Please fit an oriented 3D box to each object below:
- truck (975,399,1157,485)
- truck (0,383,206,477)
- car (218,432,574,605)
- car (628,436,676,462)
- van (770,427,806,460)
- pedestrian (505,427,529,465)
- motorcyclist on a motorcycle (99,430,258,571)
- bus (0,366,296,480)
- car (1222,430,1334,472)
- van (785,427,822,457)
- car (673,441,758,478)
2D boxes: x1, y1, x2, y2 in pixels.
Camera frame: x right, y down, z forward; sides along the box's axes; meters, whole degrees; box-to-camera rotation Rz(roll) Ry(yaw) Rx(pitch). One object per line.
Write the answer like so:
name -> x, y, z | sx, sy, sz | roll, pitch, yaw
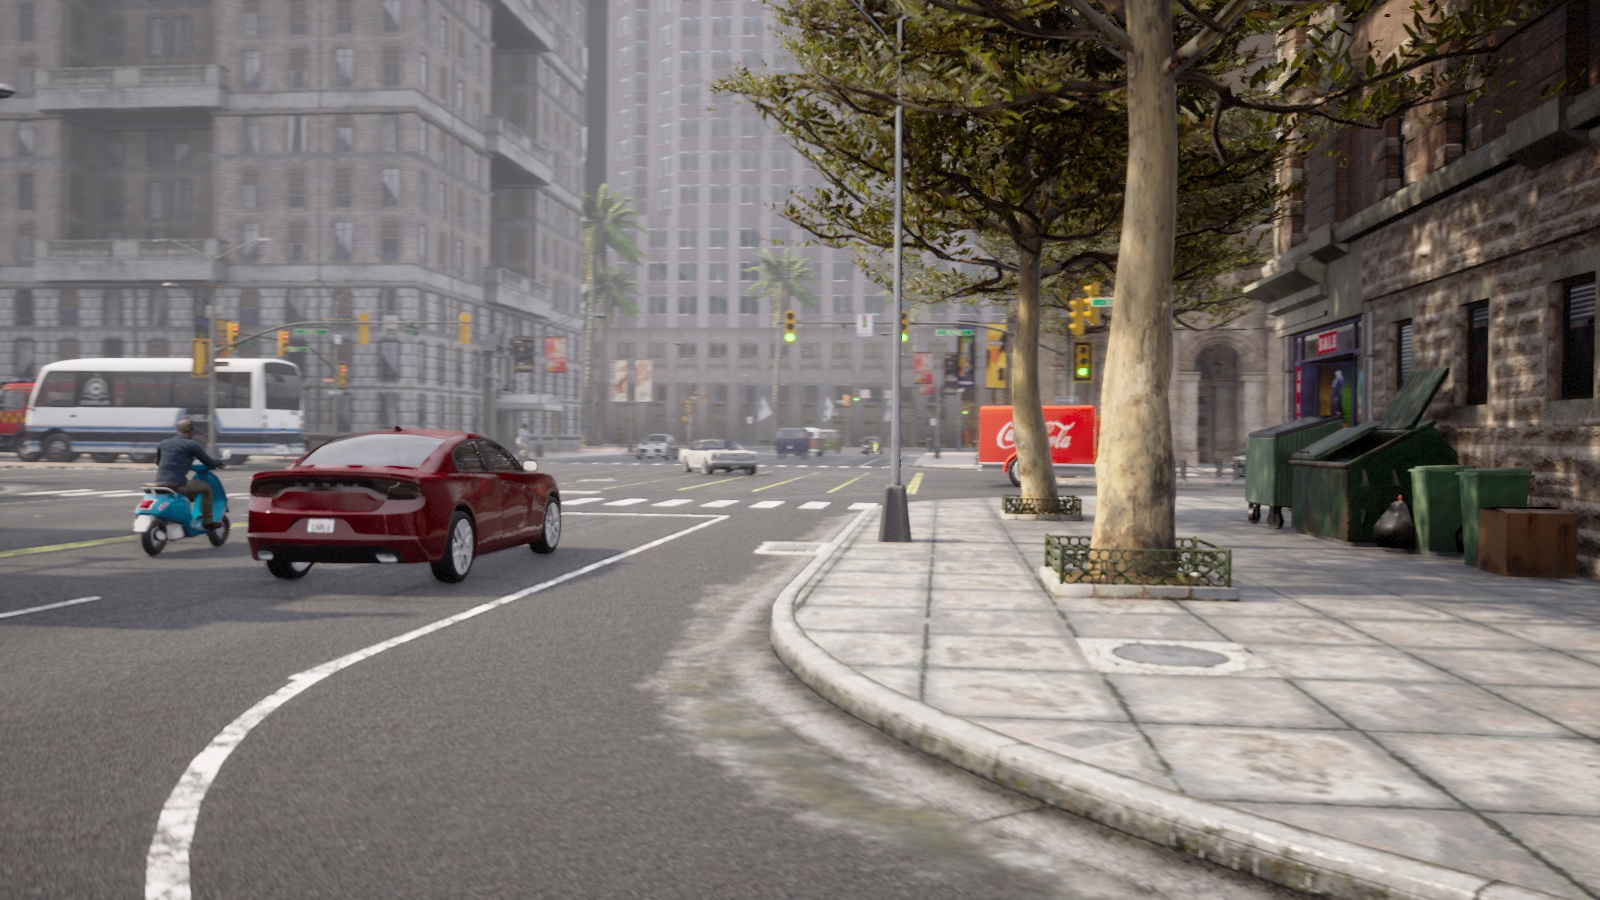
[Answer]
truck -> 8.053, -0.251, 37.956 | 5.204, 2.467, 2.627 | 0, 1, 14
truck -> -30.172, -0.824, 53.571 | 8.468, 3.827, 2.891 | 0, 1, 6
car -> -4.086, 0.582, 13.759 | 1.882, 1.535, 5.008 | 0, 1, 5
car -> -8.513, -0.071, 72.383 | 1.970, 1.475, 3.806 | 0, 1, 6
van -> -0.731, -0.423, 79.430 | 1.775, 1.987, 4.442 | 0, 1, 6
pedestrian -> -13.903, -0.198, 61.697 | 0.900, 1.855, 0.874 | 0, 1, 9
motorcyclist on a motorcycle -> -7.430, 0.568, 15.121 | 0.866, 1.590, 1.817 | 0, 0, 6
bus -> -25.794, -1.022, 49.566 | 10.273, 4.253, 3.944 | 0, 1, 6
car -> 18.316, 0.020, 48.246 | 3.705, 1.549, 1.789 | 0, 1, 7
van -> 0.268, -0.561, 88.240 | 2.069, 2.038, 4.480 | 0, 1, 7
car -> -3.219, 0.317, 46.940 | 1.895, 1.301, 4.718 | -1, 1, -20
